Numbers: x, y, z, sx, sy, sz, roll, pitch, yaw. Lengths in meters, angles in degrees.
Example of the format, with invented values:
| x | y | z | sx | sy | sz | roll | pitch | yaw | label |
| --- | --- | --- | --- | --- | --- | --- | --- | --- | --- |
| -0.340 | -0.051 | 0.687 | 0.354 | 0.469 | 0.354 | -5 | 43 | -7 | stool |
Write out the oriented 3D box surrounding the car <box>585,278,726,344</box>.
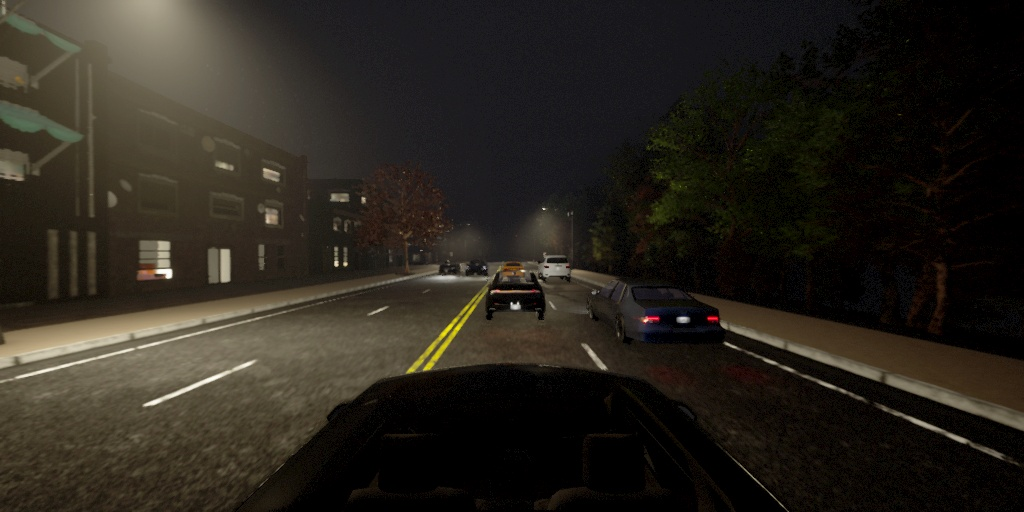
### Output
| x | y | z | sx | sy | sz | roll | pitch | yaw | label |
| --- | --- | --- | --- | --- | --- | --- | --- | --- | --- |
| 3.352 | 1.298 | 9.531 | 2.033 | 1.411 | 5.357 | 0 | 0 | 0 | car |

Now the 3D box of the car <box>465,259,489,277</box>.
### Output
| x | y | z | sx | sy | sz | roll | pitch | yaw | label |
| --- | --- | --- | --- | --- | --- | --- | --- | --- | --- |
| -3.374 | 1.106 | 35.310 | 2.097 | 1.767 | 4.553 | 0 | 0 | 0 | car |

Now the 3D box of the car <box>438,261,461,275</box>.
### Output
| x | y | z | sx | sy | sz | roll | pitch | yaw | label |
| --- | --- | --- | --- | --- | --- | --- | --- | --- | --- |
| -6.648 | 1.247 | 38.627 | 2.128 | 1.511 | 4.902 | 0 | 0 | -1 | car |

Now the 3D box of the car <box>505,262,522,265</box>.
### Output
| x | y | z | sx | sy | sz | roll | pitch | yaw | label |
| --- | --- | --- | --- | --- | --- | --- | --- | --- | --- |
| 0.098 | 1.231 | 31.078 | 1.882 | 1.535 | 5.008 | 0 | 0 | 0 | car |

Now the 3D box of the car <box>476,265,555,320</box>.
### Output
| x | y | z | sx | sy | sz | roll | pitch | yaw | label |
| --- | --- | --- | --- | --- | --- | --- | --- | --- | --- |
| 0.103 | 1.243 | 12.683 | 2.128 | 1.511 | 4.902 | 0 | 0 | 0 | car |

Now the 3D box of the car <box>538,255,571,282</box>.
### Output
| x | y | z | sx | sy | sz | roll | pitch | yaw | label |
| --- | --- | --- | --- | --- | --- | --- | --- | --- | --- |
| 3.355 | 0.974 | 28.912 | 2.150 | 2.045 | 5.566 | 0 | 0 | 0 | car |
